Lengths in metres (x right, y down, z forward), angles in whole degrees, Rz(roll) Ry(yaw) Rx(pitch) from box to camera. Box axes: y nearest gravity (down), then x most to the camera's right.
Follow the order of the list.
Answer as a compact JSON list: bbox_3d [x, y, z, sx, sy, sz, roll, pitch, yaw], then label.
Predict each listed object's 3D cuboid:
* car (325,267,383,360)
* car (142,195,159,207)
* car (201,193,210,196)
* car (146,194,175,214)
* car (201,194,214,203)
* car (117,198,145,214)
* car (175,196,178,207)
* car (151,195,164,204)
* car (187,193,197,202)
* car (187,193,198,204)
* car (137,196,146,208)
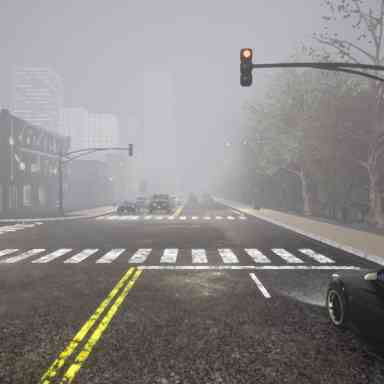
[{"bbox_3d":[3.352,1.563,4.257,1.994,1.385,4.181,0,0,0],"label":"car"},{"bbox_3d":[-6.550,1.334,53.118,2.097,1.767,4.553,0,0,0],"label":"car"},{"bbox_3d":[3.306,1.195,76.875,2.150,2.045,5.566,0,0,0],"label":"car"},{"bbox_3d":[-3.314,1.211,36.269,2.150,2.045,5.566,0,0,0],"label":"car"},{"bbox_3d":[3.399,1.576,66.895,1.895,1.301,4.718,0,0,0],"label":"car"},{"bbox_3d":[-6.582,1.590,35.318,1.895,1.301,4.718,0,0,1],"label":"car"},{"bbox_3d":[-3.304,1.510,46.259,1.812,1.442,4.674,0,0,0],"label":"car"},{"bbox_3d":[-6.508,1.454,63.562,1.882,1.535,5.008,0,0,1],"label":"car"},{"bbox_3d":[0.057,1.194,78.127,2.150,2.045,5.566,0,0,0],"label":"car"},{"bbox_3d":[0.147,1.454,64.654,1.882,1.535,5.008,0,0,0],"label":"car"},{"bbox_3d":[-6.557,1.337,44.229,2.097,1.767,4.553,0,0,0],"label":"car"}]
